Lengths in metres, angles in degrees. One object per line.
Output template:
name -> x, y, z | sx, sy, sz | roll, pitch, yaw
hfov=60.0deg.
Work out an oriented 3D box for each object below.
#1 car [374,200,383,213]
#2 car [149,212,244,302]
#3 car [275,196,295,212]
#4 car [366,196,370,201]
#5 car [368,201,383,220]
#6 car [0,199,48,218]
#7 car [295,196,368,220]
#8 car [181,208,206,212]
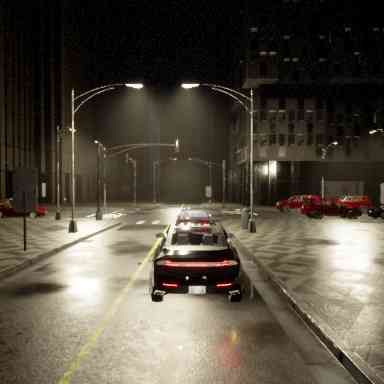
car -> 23.334, 1.634, 37.720 | 4.313, 1.339, 1.947 | 0, 1, 0
car -> 0.087, 1.490, 8.223 | 2.128, 1.511, 4.902 | 0, 0, 0
car -> 12.050, 1.325, 37.666 | 5.009, 1.841, 2.192 | 0, 1, 0
car -> 17.693, 1.354, 37.692 | 5.009, 1.841, 2.192 | 0, 1, 0
car -> 17.721, 1.742, 29.171 | 4.313, 1.339, 1.947 | 0, 1, 0
car -> -14.963, 1.567, 29.021 | 4.507, 1.381, 1.887 | 0, 1, 0
car -> 12.078, 1.463, 29.142 | 5.009, 1.841, 2.192 | 0, 1, 0
car -> 0.074, 1.550, 17.932 | 2.033, 1.411, 5.357 | 0, 0, 0
